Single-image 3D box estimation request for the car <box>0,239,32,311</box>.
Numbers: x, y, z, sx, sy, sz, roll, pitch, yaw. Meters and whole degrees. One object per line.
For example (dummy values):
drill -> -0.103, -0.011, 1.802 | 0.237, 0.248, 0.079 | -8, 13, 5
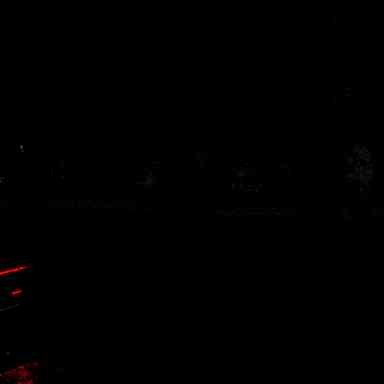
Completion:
car -> -5.101, 1.483, 6.599 | 4.892, 1.490, 1.837 | 0, 0, 36
